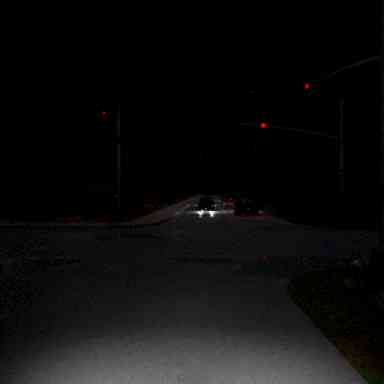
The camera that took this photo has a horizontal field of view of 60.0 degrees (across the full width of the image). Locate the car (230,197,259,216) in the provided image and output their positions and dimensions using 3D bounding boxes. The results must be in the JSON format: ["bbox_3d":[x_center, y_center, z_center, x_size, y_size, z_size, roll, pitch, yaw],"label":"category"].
[{"bbox_3d":[4.839,1.292,30.168,1.882,1.535,5.008,0,0,3],"label":"car"}]

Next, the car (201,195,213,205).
[{"bbox_3d":[2.385,1.225,53.244,1.812,1.442,4.674,0,0,3],"label":"car"}]

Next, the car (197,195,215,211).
[{"bbox_3d":[1.571,1.327,37.024,2.033,1.411,5.357,0,0,3],"label":"car"}]

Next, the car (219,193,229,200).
[{"bbox_3d":[6.826,0.942,71.151,1.837,1.490,4.892,0,0,3],"label":"car"}]

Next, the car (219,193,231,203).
[{"bbox_3d":[6.343,1.260,61.191,1.895,1.301,4.718,0,0,3],"label":"car"}]
